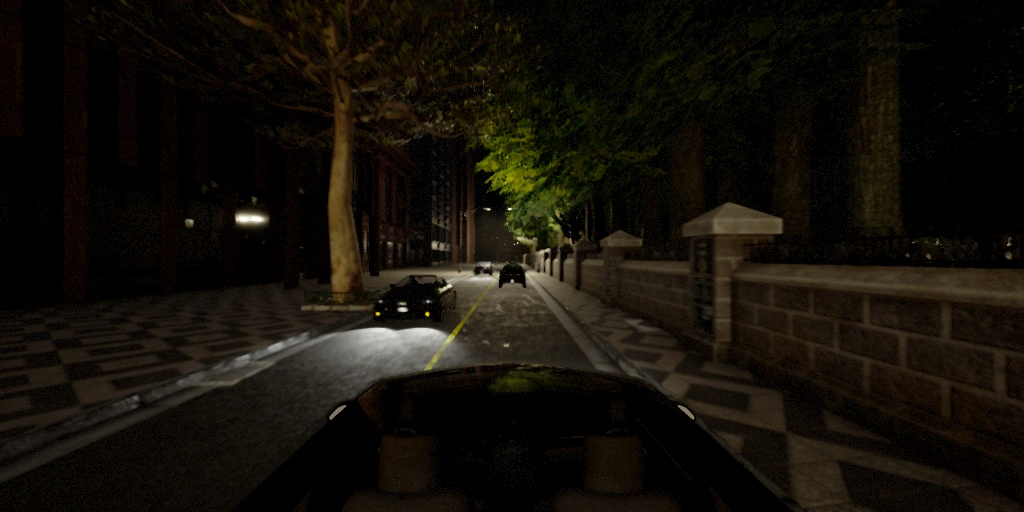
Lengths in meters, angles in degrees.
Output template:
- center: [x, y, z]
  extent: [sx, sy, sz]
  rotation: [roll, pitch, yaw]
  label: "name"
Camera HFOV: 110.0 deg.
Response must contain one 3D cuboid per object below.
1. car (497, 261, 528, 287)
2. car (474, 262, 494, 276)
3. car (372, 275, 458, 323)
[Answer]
- center: [0.046, 1.334, 25.202]
  extent: [1.837, 1.490, 4.892]
  rotation: [0, 0, 1]
  label: "car"
- center: [-3.026, 1.385, 38.878]
  extent: [2.128, 1.511, 4.902]
  rotation: [0, 0, 0]
  label: "car"
- center: [-3.085, 1.343, 12.188]
  extent: [1.994, 1.385, 4.181]
  rotation: [0, 0, 1]
  label: "car"
